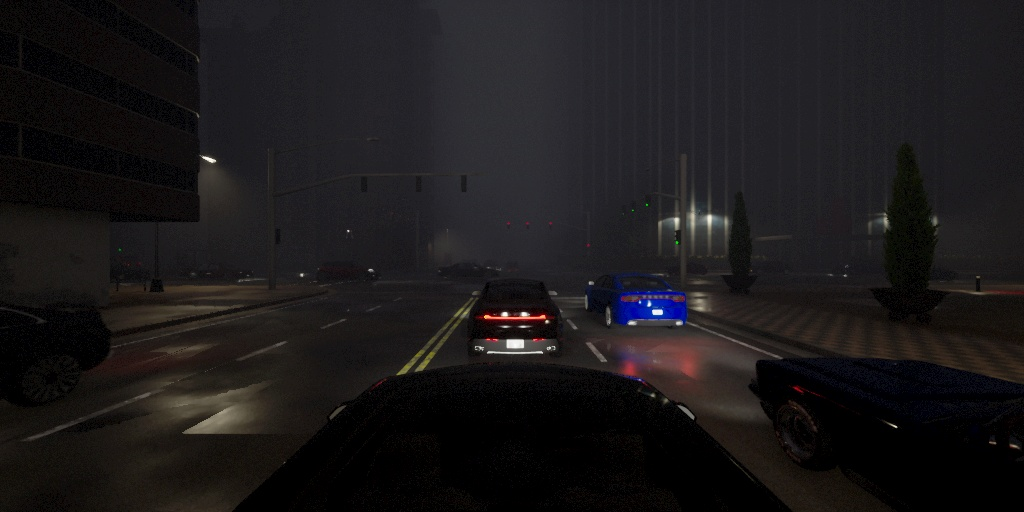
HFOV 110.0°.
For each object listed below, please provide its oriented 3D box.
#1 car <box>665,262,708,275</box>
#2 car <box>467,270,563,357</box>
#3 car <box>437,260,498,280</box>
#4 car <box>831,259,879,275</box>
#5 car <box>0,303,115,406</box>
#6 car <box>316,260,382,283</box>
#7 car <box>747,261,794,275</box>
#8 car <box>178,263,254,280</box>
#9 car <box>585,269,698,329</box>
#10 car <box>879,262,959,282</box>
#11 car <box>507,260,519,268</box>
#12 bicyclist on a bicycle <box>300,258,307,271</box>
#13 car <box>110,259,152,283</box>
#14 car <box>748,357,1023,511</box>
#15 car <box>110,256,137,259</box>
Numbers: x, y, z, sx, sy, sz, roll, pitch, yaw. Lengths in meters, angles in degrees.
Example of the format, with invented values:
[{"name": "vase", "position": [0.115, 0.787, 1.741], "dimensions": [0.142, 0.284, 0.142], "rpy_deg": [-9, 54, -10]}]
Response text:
[{"name": "car", "position": [18.707, 1.314, 38.597], "dimensions": [4.181, 1.385, 1.994], "rpy_deg": [0, 0, -1]}, {"name": "car", "position": [0.062, 1.255, 8.549], "dimensions": [1.837, 1.490, 4.892], "rpy_deg": [0, 0, 0]}, {"name": "car", "position": [-3.739, 1.297, 31.171], "dimensions": [5.357, 1.411, 2.033], "rpy_deg": [0, 0, -1]}, {"name": "car", "position": [37.392, 1.102, 38.774], "dimensions": [4.553, 1.767, 2.097], "rpy_deg": [0, 0, 0]}, {"name": "car", "position": [-7.101, 1.241, 3.441], "dimensions": [2.128, 1.511, 4.902], "rpy_deg": [0, 0, 0]}, {"name": "car", "position": [-12.423, 1.101, 27.583], "dimensions": [4.553, 1.767, 2.097], "rpy_deg": [0, 0, -1]}, {"name": "car", "position": [27.559, 1.255, 38.686], "dimensions": [4.892, 1.490, 1.837], "rpy_deg": [0, 0, -1]}, {"name": "car", "position": [-25.458, 1.297, 30.954], "dimensions": [5.357, 1.411, 2.033], "rpy_deg": [0, 0, -1]}, {"name": "car", "position": [3.575, 1.228, 11.237], "dimensions": [1.882, 1.535, 5.008], "rpy_deg": [0, 0, 0]}, {"name": "car", "position": [31.969, 1.314, 28.031], "dimensions": [4.181, 1.385, 1.994], "rpy_deg": [0, 0, -1]}, {"name": "car", "position": [0.100, 1.350, 58.501], "dimensions": [1.895, 1.301, 4.718], "rpy_deg": [0, 0, 0]}, {"name": "bicyclist on a bicycle", "position": [-26.419, 1.051, 45.426], "dimensions": [0.582, 1.620, 1.656], "rpy_deg": [0, 0, -1]}, {"name": "car", "position": [-30.603, 1.227, 27.408], "dimensions": [5.008, 1.535, 1.882], "rpy_deg": [0, 0, 0]}, {"name": "car", "position": [3.601, 1.351, 1.892], "dimensions": [1.895, 1.301, 4.718], "rpy_deg": [0, 0, 0]}, {"name": "car", "position": [-42.679, 0.971, 37.953], "dimensions": [5.566, 2.045, 2.150], "rpy_deg": [0, 0, 1]}]
